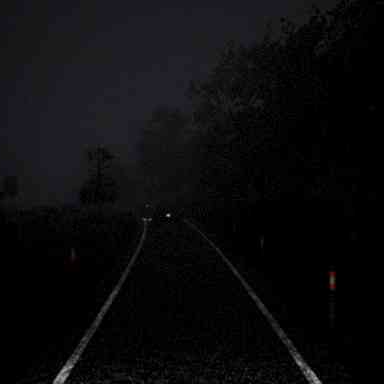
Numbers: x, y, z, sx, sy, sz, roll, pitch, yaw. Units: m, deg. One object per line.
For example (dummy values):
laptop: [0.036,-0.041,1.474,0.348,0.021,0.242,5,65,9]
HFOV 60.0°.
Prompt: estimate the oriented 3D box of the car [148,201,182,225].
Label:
car: [-1.876,1.525,24.002,1.994,1.385,4.181,0,0,-9]

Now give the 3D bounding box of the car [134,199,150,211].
car: [-5.851,1.603,40.847,1.994,1.385,4.181,-1,0,-17]

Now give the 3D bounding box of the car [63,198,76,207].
car: [-24.601,2.107,66.570,2.097,1.535,5.008,-2,0,-24]

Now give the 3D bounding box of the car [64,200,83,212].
car: [-16.184,1.900,45.743,2.231,1.521,4.892,0,-1,-17]

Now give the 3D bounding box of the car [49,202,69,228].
car: [-10.790,1.720,24.046,2.231,1.521,4.892,2,-1,-9]

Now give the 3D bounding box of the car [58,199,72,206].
car: [-27.546,2.229,71.961,2.002,1.452,4.674,1,-1,-30]

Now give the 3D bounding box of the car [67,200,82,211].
car: [-18.071,1.971,51.131,2.097,1.535,5.008,0,-1,-20]

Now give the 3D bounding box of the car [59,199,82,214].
car: [-14.364,1.839,39.683,2.097,1.535,5.008,-1,-1,-15]

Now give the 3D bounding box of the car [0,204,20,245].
car: [-9.303,1.392,12.931,2.435,2.045,5.566,2,-1,-6]

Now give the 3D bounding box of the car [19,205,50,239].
car: [-9.955,1.681,18.518,2.231,1.521,4.892,2,-1,-8]
